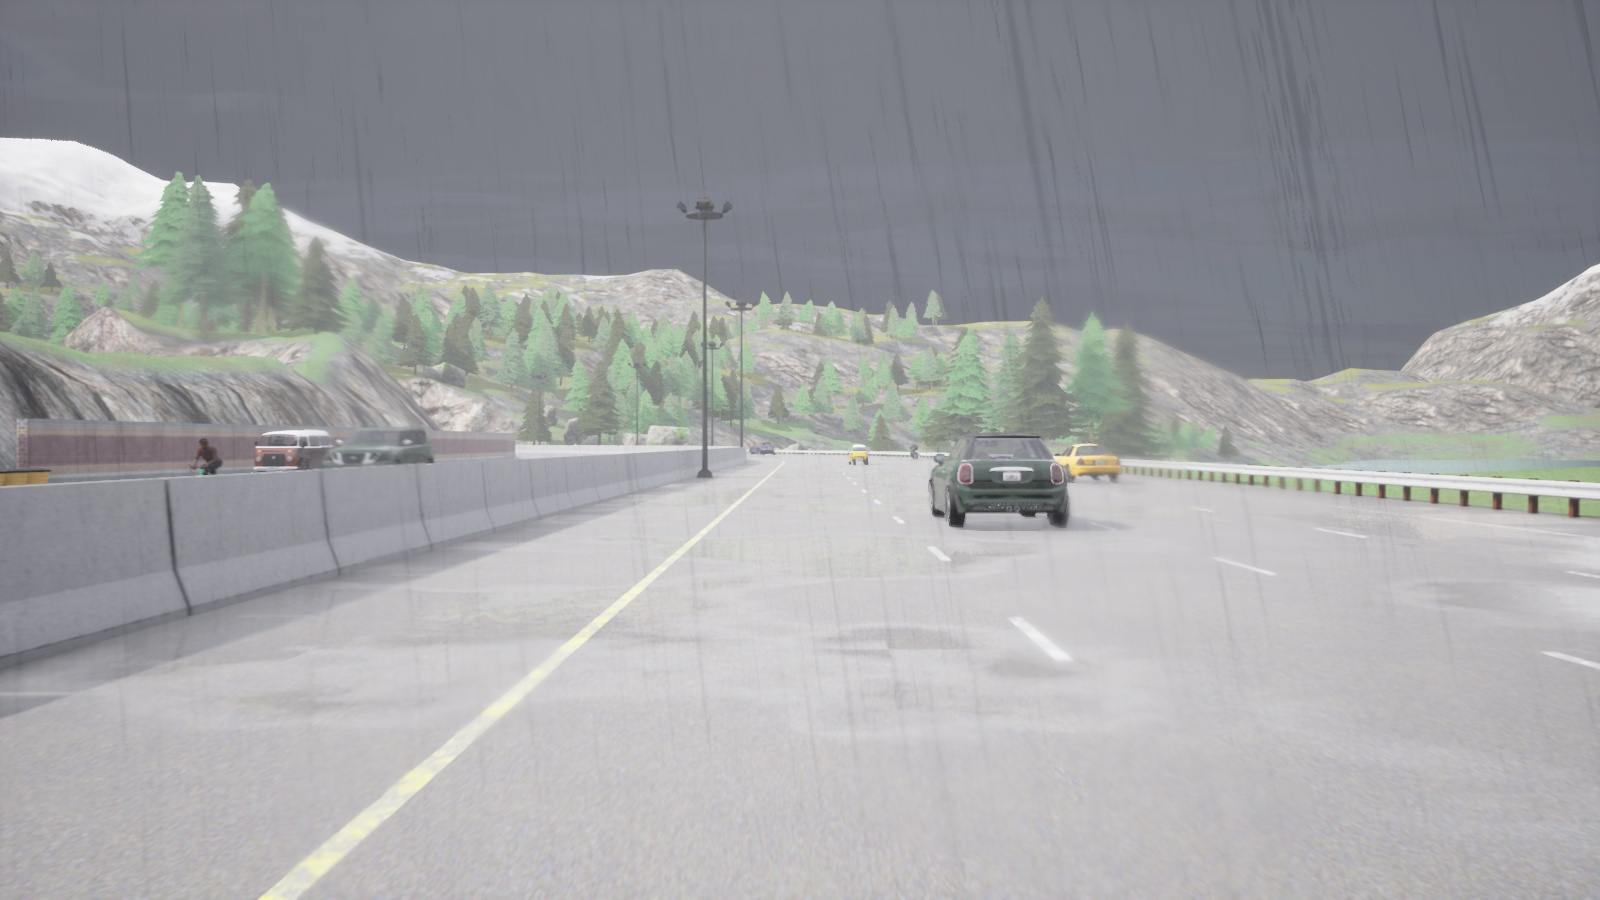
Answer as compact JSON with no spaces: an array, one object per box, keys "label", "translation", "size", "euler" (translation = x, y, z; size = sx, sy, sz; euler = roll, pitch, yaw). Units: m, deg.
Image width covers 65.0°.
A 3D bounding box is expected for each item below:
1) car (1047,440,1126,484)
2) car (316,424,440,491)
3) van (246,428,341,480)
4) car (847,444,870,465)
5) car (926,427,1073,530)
[{"label":"car","translation":[10.790,0.426,47.612],"size":[1.801,1.575,5.366],"euler":[0,0,0]},{"label":"car","translation":[-13.749,0.222,41.286],"size":[2.150,2.045,5.566],"euler":[0,0,1]},{"label":"van","translation":[-20.688,0.163,51.497],"size":[2.069,2.038,4.480],"euler":[0,0,0]},{"label":"car","translation":[4.010,0.320,85.946],"size":[1.481,1.376,2.207],"euler":[0,1,0]},{"label":"car","translation":[3.653,0.473,23.890],"size":[2.097,1.767,4.553],"euler":[0,0,0]}]
